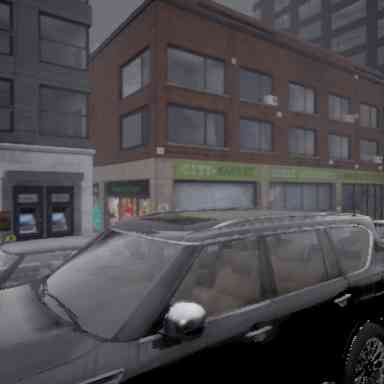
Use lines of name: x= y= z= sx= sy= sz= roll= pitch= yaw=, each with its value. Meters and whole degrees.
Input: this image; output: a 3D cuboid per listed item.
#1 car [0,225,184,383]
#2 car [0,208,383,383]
car: x=-2.361 y=1.446 z=4.858 sx=4.097 sy=1.590 sz=1.967 roll=1 pitch=-1 yaw=-36
car: x=-0.014 y=1.235 z=3.371 sx=5.566 sy=2.045 sz=2.150 roll=1 pitch=0 yaw=-36
